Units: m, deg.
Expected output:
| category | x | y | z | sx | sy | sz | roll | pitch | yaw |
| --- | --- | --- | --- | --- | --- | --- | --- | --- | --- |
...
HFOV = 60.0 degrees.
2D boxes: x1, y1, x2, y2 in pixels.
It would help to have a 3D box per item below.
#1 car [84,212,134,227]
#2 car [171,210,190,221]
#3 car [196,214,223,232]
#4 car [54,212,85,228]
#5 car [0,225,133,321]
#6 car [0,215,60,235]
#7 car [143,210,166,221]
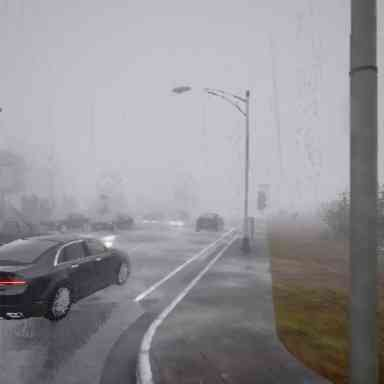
| category | x | y | z | sx | sy | sz | roll | pitch | yaw |
| --- | --- | --- | --- | --- | --- | --- | --- | --- | --- |
| car | -6.267 | 2.406 | 26.750 | 1.882 | 1.535 | 5.008 | 1 | -2 | 12 |
| car | -1.635 | 3.310 | 47.686 | 2.128 | 1.511 | 4.902 | 1 | -2 | 13 |
| car | 1.656 | 2.668 | 29.803 | 1.882 | 1.535 | 5.008 | 1 | -2 | 12 |
| car | -9.968 | 2.317 | 26.202 | 1.882 | 1.535 | 5.008 | 1 | -2 | 12 |
| car | -3.080 | 1.786 | 7.940 | 1.837 | 1.490 | 4.892 | 1 | -2 | 12 |
| car | -8.745 | 1.991 | 15.326 | 2.033 | 1.411 | 5.357 | 1 | -2 | 12 |
| car | -5.252 | 3.294 | 47.561 | 2.033 | 1.411 | 5.357 | 1 | -2 | 13 |
